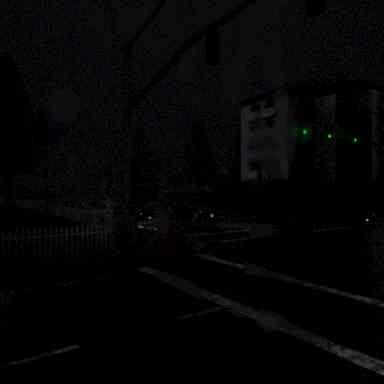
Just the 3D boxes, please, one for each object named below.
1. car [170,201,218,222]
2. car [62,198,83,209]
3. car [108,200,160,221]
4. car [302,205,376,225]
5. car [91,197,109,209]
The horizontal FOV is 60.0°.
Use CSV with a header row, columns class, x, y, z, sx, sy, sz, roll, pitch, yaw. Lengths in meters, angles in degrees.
class,x,y,z,sx,sy,sz,roll,pitch,yaw
car,0.076,1.468,26.221,2.128,1.511,4.902,0,0,-34
car,-15.585,1.505,43.230,1.837,1.490,4.892,0,0,-34
car,-4.609,1.529,26.889,2.033,1.411,5.357,0,0,-34
car,10.319,1.568,23.771,1.895,1.301,4.718,0,0,-34
car,-11.894,1.469,43.992,2.128,1.511,4.902,0,0,-34
